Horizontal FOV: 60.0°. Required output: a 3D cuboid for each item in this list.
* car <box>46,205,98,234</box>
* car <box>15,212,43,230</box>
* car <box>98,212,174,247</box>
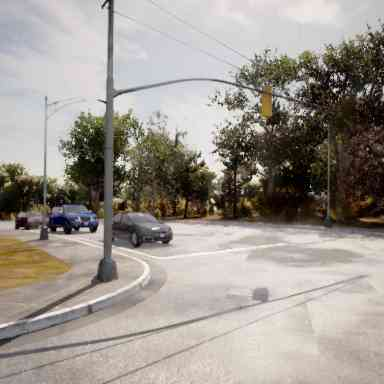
[{"bbox_3d":[-8.978,1.977,24.917,2.150,2.045,5.566,1,-4,-39],"label":"car"},{"bbox_3d":[-15.545,2.715,32.418,2.097,1.767,4.553,1,-5,-44],"label":"car"},{"bbox_3d":[-2.825,1.814,16.909,1.837,1.490,4.892,1,-3,-38],"label":"car"}]
